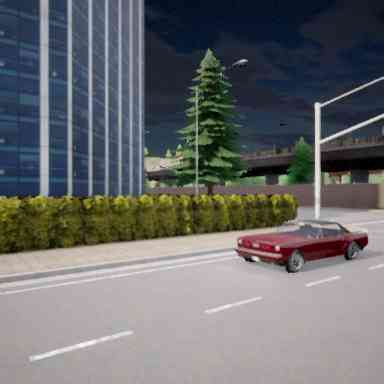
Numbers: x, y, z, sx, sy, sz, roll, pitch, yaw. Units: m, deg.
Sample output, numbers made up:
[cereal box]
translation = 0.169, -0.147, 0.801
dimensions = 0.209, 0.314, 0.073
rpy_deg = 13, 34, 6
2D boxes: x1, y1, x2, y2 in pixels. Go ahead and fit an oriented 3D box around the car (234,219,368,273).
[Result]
[car]
translation = 3.629, 1.594, 10.769
dimensions = 4.718, 1.301, 1.895
rpy_deg = 0, 0, -35
